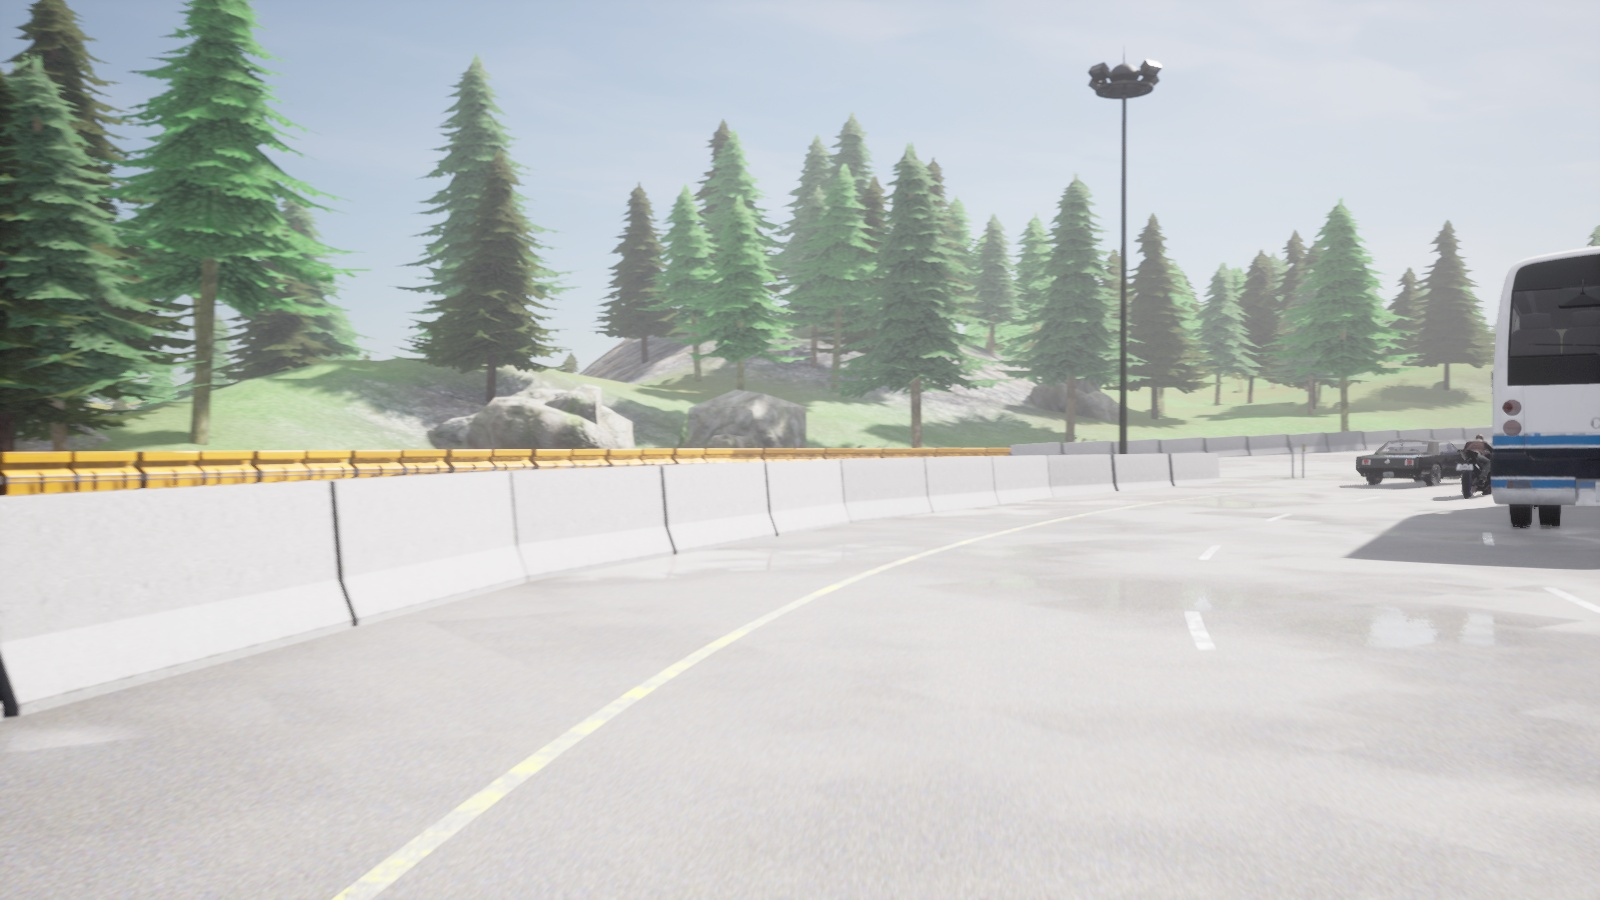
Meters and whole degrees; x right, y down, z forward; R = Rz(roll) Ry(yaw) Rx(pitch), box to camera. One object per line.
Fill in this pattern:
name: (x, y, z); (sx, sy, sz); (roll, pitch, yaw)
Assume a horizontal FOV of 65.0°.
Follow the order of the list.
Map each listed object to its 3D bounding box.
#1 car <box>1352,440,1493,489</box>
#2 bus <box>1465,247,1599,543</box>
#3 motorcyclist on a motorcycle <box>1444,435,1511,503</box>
car: (18.031, 0.377, 36.280); (4.718, 1.301, 1.895); (-1, 1, -40)
bus: (14.422, -0.874, 22.251); (3.944, 4.253, 10.273); (0, 1, 32)
motorcyclist on a motorcycle: (16.065, 0.416, 29.741); (0.866, 1.530, 2.191); (1, 1, 43)
